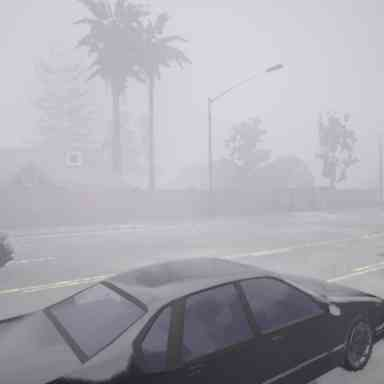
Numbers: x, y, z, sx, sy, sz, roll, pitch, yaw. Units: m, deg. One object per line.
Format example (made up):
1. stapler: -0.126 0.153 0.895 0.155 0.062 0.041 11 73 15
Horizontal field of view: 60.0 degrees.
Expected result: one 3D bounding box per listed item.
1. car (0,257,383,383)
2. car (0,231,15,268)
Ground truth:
1. car: 0.242 1.547 3.916 5.357 1.411 2.033 0 0 -36
2. car: -6.867 1.497 7.690 4.902 1.511 2.128 0 0 -36
